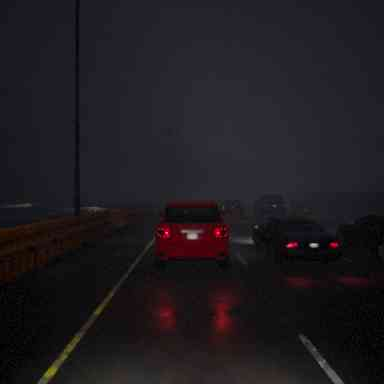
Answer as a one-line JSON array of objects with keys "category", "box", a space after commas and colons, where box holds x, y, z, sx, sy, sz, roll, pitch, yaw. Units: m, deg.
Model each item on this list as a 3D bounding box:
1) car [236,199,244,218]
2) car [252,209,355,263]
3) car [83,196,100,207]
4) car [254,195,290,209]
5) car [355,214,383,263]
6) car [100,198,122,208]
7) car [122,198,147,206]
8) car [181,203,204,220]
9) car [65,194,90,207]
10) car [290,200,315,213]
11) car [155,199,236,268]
[{"category": "car", "box": [3.727, 1.443, 31.647, 2.097, 1.767, 4.553, 0, 0, 3]}, {"category": "car", "box": [3.490, 1.582, 12.028, 2.033, 1.411, 5.357, 0, 0, 0]}, {"category": "car", "box": [-14.988, 1.722, 53.075, 1.994, 1.385, 4.181, 0, 0, 11]}, {"category": "car", "box": [7.170, 1.309, 30.944, 2.150, 2.045, 5.566, 0, 0, 3]}, {"category": "car", "box": [6.989, 1.511, 11.942, 1.882, 1.535, 5.008, 0, 0, 0]}, {"category": "car", "box": [-11.838, 1.751, 50.930, 1.895, 1.301, 4.718, 0, 0, 10]}, {"category": "car", "box": [-8.324, 1.697, 50.783, 2.033, 1.411, 5.357, 0, 0, 10]}, {"category": "car", "box": [0.144, 1.689, 30.221, 1.895, 1.301, 4.718, 0, 0, 3]}, {"category": "car", "box": [-18.353, 1.383, 54.185, 2.150, 2.045, 5.566, 0, 0, 11]}, {"category": "car", "box": [10.859, 1.573, 33.541, 1.882, 1.535, 5.008, 0, 0, 4]}, {"category": "car", "box": [-0.007, 1.258, 11.512, 2.150, 2.045, 5.566, 0, 0, 0]}]
